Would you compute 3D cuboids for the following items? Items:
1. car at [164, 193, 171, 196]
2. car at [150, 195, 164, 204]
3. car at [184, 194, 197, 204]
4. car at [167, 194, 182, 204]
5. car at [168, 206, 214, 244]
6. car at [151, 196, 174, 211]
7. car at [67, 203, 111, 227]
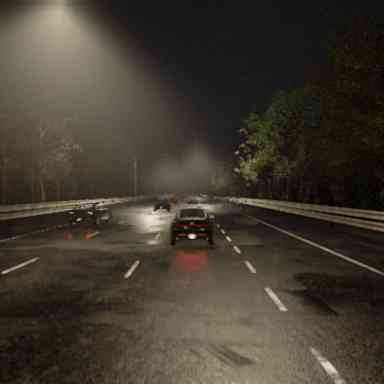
[{"bbox_3d":[-6.963,1.436,81.202,2.097,1.767,4.553,0,0,0],"label":"car"},{"bbox_3d":[-6.968,1.559,63.538,1.837,1.490,4.892,0,0,0],"label":"car"},{"bbox_3d":[0.028,1.598,63.391,2.033,1.411,5.357,0,0,0],"label":"car"},{"bbox_3d":[-3.471,1.577,63.483,1.812,1.442,4.674,0,0,0],"label":"car"},{"bbox_3d":[0.006,1.515,15.717,1.837,1.490,4.892,0,0,0],"label":"car"},{"bbox_3d":[-3.484,1.552,40.085,1.812,1.442,4.674,0,0,0],"label":"car"},{"bbox_3d":[-6.990,1.506,23.048,2.128,1.511,4.902,0,0,0],"label":"car"}]
